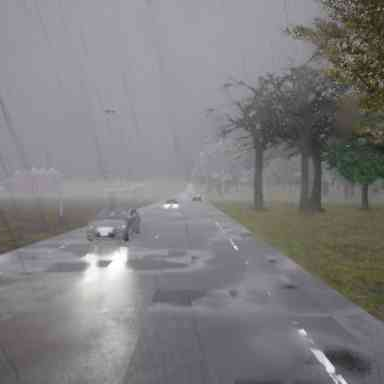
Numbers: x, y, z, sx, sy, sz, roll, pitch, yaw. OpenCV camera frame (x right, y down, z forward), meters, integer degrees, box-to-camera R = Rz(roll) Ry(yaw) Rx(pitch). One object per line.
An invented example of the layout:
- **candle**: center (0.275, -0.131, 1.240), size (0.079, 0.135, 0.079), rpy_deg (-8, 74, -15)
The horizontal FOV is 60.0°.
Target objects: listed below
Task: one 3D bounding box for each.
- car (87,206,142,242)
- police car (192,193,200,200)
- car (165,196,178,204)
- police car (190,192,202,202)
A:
- **car**: center (-3.605, 1.455, 16.131), size (2.128, 1.511, 4.902), rpy_deg (0, 0, 0)
- **police car**: center (1.026, 1.093, 84.552), size (1.930, 1.638, 5.238), rpy_deg (0, 0, 0)
- **car**: center (-3.555, 1.411, 58.052), size (1.895, 1.301, 4.718), rpy_deg (0, 0, 1)
- **police car**: center (1.031, 1.181, 68.550), size (1.930, 1.638, 5.238), rpy_deg (0, 0, 0)
